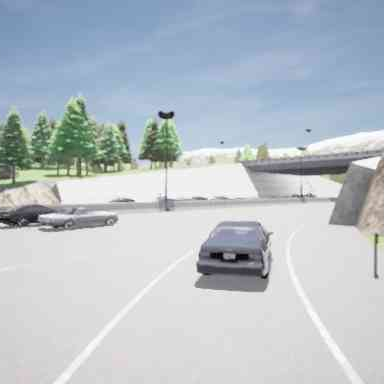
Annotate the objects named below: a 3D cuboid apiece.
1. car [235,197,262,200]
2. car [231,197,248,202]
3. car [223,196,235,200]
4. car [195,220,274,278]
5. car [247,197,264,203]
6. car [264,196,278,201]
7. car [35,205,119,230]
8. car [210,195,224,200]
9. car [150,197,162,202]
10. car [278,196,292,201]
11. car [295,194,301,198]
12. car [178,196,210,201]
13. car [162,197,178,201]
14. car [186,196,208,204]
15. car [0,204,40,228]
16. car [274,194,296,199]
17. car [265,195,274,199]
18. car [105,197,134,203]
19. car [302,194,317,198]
[{"bbox_3d":[11.048,1.643,63.473,2.128,1.511,4.902,0,0,42],"label":"car"},{"bbox_3d":[11.408,1.779,79.829,1.895,1.301,4.718,0,0,41],"label":"car"},{"bbox_3d":[8.805,1.713,66.196,1.994,1.385,4.181,0,0,41],"label":"car"},{"bbox_3d":[1.480,1.572,10.299,2.033,1.411,5.357,0,0,14],"label":"car"},{"bbox_3d":[15.051,1.786,78.683,1.895,1.301,4.718,0,0,41],"label":"car"},{"bbox_3d":[21.782,1.733,91.745,1.837,1.490,4.892,0,0,41],"label":"car"},{"bbox_3d":[-7.034,1.624,21.178,1.895,1.301,4.718,0,0,41],"label":"car"},{"bbox_3d":[5.372,1.498,67.579,2.097,1.767,4.553,0,0,41],"label":"car"},{"bbox_3d":[-5.006,1.621,55.749,1.812,1.442,4.674,0,0,41],"label":"car"},{"bbox_3d":[25.193,1.763,90.334,1.812,1.442,4.674,0,0,41],"label":"car"},{"bbox_3d":[28.380,1.769,88.664,2.128,1.511,4.902,0,0,41],"label":"car"},{"bbox_3d":[0.363,1.665,51.271,1.994,1.385,4.181,0,0,41],"label":"car"},{"bbox_3d":[-1.989,1.593,53.892,2.128,1.511,4.902,0,0,41],"label":"car"},{"bbox_3d":[1.092,1.635,67.984,1.837,1.490,4.892,0,0,41],"label":"car"},{"bbox_3d":[-10.508,1.543,22.516,1.812,1.442,4.674,0,0,41],"label":"car"},{"bbox_3d":[20.921,1.793,74.766,1.895,1.301,4.718,0,0,41],"label":"car"},{"bbox_3d":[18.471,1.722,77.281,2.128,1.511,4.902,0,0,41],"label":"car"},{"bbox_3d":[-11.630,1.566,53.638,2.128,1.511,4.902,0,0,43],"label":"car"},{"bbox_3d":[30.891,1.600,86.218,2.097,1.767,4.553,0,0,41],"label":"car"}]
